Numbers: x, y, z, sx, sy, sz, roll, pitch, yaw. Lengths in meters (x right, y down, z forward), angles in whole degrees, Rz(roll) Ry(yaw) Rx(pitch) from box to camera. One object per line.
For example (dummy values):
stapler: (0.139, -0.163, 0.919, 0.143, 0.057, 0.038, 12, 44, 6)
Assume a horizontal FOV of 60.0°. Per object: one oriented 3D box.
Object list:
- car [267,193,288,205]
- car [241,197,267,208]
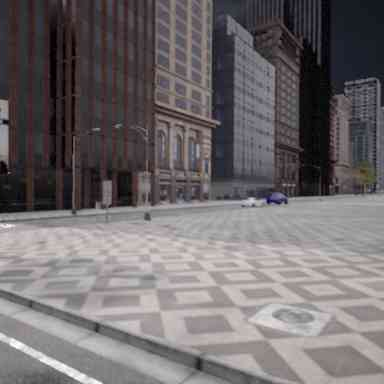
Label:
car: (14.366, 1.151, 56.252, 2.150, 2.045, 5.566, 1, 1, 35)
car: (8.704, 1.498, 48.182, 1.812, 1.442, 4.674, 1, 1, 36)
